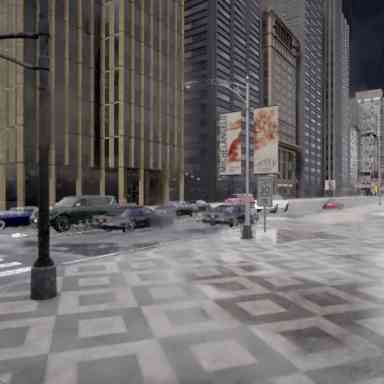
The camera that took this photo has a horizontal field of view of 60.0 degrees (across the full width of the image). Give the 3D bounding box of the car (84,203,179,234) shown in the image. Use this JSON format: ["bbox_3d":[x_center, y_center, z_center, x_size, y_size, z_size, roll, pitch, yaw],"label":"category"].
[{"bbox_3d":[-3.374,1.565,19.681,2.033,1.411,5.357,0,0,36],"label":"car"}]

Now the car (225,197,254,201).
[{"bbox_3d":[4.784,1.585,37.017,2.033,1.411,5.357,0,0,35],"label":"car"}]

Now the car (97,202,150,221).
[{"bbox_3d":[-5.672,1.576,27.992,1.994,1.385,4.181,0,0,35],"label":"car"}]

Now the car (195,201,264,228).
[{"bbox_3d":[2.748,1.579,22.661,2.033,1.411,5.357,0,0,36],"label":"car"}]

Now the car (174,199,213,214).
[{"bbox_3d":[0.243,1.552,36.260,1.812,1.442,4.674,0,0,36],"label":"car"}]

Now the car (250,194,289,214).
[{"bbox_3d":[8.948,1.271,36.936,2.150,2.045,5.566,0,0,35],"label":"car"}]

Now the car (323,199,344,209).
[{"bbox_3d":[19.907,1.637,46.685,1.994,1.385,4.181,0,0,36],"label":"car"}]

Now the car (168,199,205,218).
[{"bbox_3d":[-1.323,1.514,28.487,2.128,1.511,4.902,0,0,36],"label":"car"}]

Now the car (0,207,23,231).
[{"bbox_3d":[-10.796,1.602,20.819,1.895,1.301,4.718,0,0,35],"label":"car"}]

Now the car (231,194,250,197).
[{"bbox_3d":[6.378,1.263,44.787,2.150,2.045,5.566,0,0,37],"label":"car"}]

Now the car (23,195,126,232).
[{"bbox_3d":[-6.994,1.232,20.549,2.150,2.045,5.566,0,0,36],"label":"car"}]
